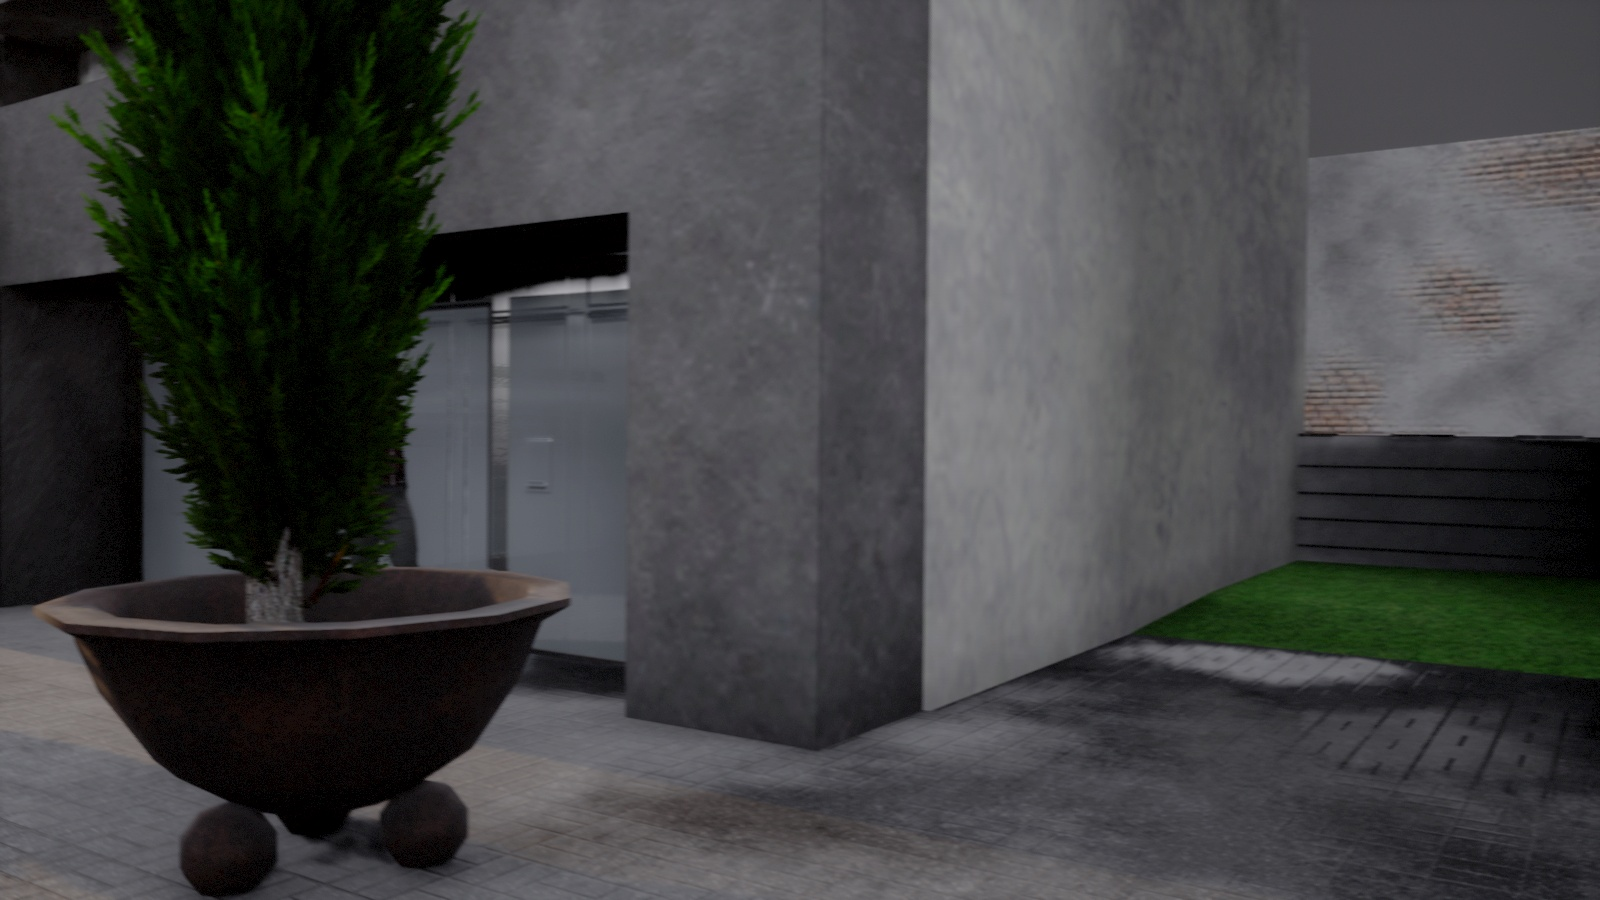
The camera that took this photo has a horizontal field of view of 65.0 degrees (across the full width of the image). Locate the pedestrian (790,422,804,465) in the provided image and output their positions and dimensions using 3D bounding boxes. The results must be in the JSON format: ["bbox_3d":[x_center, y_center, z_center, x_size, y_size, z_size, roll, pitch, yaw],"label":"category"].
[{"bbox_3d":[-0.127,-0.283,53.128,0.345,1.836,0.594,0,1,28],"label":"pedestrian"}]

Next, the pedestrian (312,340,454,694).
[{"bbox_3d":[-2.381,0.365,7.171,0.666,1.930,0.402,0,1,29],"label":"pedestrian"}]
